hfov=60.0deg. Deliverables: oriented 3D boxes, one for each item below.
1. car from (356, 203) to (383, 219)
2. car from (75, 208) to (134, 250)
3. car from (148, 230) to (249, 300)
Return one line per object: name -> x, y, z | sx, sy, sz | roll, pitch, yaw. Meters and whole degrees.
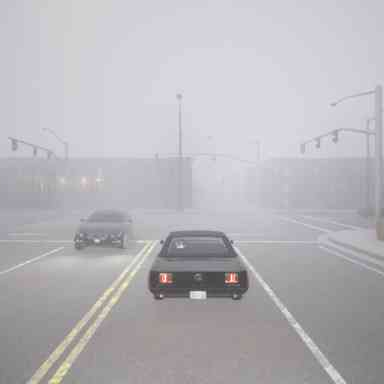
car -> 16.895, 1.601, 28.735 | 4.718, 1.301, 1.895 | 0, 0, 0
car -> -3.585, 1.505, 14.418 | 1.837, 1.490, 4.892 | 2, 0, -4
car -> 0.122, 1.601, 8.321 | 1.895, 1.301, 4.718 | 0, 0, 0
